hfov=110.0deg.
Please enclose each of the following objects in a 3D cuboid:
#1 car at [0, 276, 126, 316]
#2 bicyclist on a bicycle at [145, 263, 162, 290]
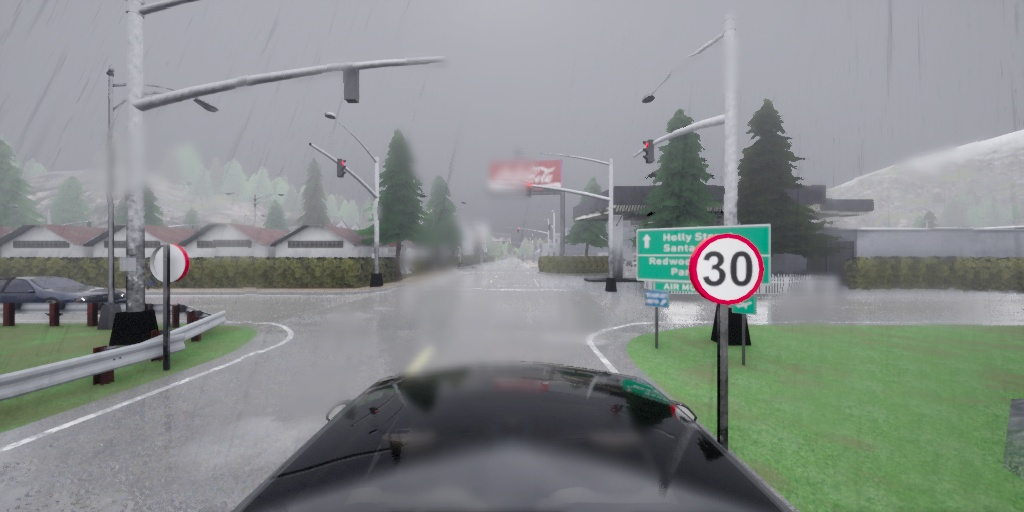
[{"bbox_3d":[-18.324,1.489,13.794,5.357,1.411,2.033,0,0,-2],"label":"car"},{"bbox_3d":[-21.677,1.244,21.354,0.582,1.620,1.656,0,0,1],"label":"bicyclist on a bicycle"}]
